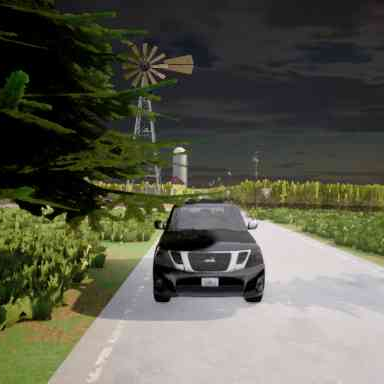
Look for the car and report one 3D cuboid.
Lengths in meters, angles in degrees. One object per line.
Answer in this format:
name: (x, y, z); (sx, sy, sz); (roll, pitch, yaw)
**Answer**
car: (0.331, 1.221, 8.579); (2.150, 2.045, 5.566); (0, 0, 0)
